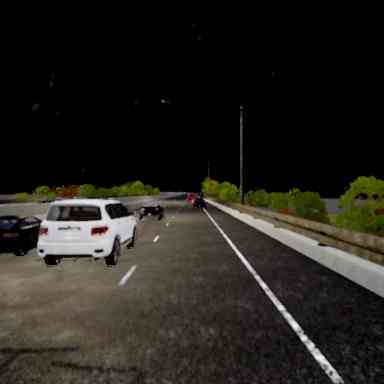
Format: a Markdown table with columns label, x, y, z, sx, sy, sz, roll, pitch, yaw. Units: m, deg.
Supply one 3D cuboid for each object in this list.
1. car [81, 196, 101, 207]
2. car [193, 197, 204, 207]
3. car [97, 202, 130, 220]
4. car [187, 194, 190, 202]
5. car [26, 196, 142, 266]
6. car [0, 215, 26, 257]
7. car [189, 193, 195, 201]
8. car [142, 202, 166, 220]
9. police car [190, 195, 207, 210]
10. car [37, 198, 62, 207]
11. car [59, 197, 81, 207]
| label | x | y | z | sx | sy | sz | roll | pitch | yaw |
| --- | --- | --- | --- | --- | --- | --- | --- | --- | --- |
| car | -17.573 | 1.574 | 58.207 | 2.097 | 1.767 | 4.553 | 0 | 0 | 1 |
| car | 1.014 | 1.671 | 56.371 | 1.801 | 1.575 | 5.366 | 0 | 0 | 0 |
| car | -6.920 | 1.680 | 29.873 | 1.994 | 1.385 | 4.181 | 0 | 0 | 0 |
| car | -0.051 | 1.377 | 80.656 | 2.150 | 2.045 | 5.566 | 0 | 0 | 0 |
| car | -3.407 | 1.268 | 11.887 | 2.150 | 2.045 | 5.566 | 0 | 0 | 0 |
| car | -6.909 | 1.616 | 13.237 | 1.994 | 1.385 | 4.181 | 0 | 0 | 0 |
| car | 1.010 | 1.589 | 62.152 | 2.097 | 1.767 | 4.553 | 0 | 0 | 0 |
| car | -3.419 | 1.605 | 29.159 | 2.128 | 1.511 | 4.902 | 0 | 0 | 0 |
| police car | 1.020 | 1.604 | 46.292 | 1.930 | 1.638 | 5.238 | 0 | 0 | 0 |
| car | -24.557 | 1.766 | 57.518 | 2.033 | 1.411 | 5.357 | 0 | 0 | 1 |
| car | -21.071 | 1.712 | 57.684 | 2.128 | 1.511 | 4.902 | 0 | 0 | 1 |
